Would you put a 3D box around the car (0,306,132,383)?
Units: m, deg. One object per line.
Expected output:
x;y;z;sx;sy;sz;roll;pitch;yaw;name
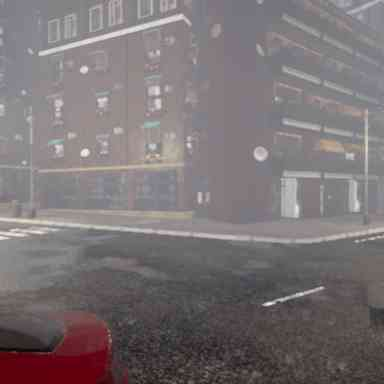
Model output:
-2.631;1.528;1.832;4.674;1.442;1.812;0;0;-36;car
